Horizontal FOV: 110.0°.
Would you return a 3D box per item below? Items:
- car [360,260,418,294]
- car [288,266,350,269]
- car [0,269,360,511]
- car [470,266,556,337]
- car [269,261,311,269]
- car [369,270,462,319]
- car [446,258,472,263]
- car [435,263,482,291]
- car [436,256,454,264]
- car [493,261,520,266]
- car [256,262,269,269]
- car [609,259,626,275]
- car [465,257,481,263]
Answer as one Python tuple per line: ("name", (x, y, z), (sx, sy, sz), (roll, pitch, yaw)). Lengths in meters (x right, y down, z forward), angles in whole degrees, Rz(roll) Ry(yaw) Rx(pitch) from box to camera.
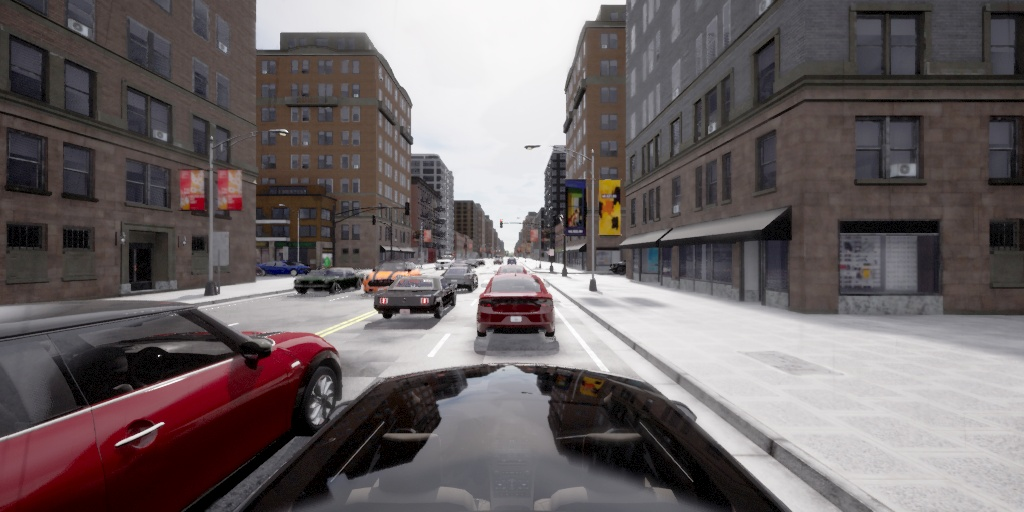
("car", (-6.605, 1.101, 20.223), (2.097, 1.767, 4.553), (0, 0, 0))
("car", (-9.856, 1.350, 19.777), (1.895, 1.301, 4.718), (0, 0, 0))
("car", (-3.152, 1.102, 2.626), (2.097, 1.767, 4.553), (0, 0, 0))
("car", (0.099, 1.228, 10.310), (1.882, 1.535, 5.008), (0, 0, 0))
("car", (-22.755, 1.219, 35.655), (5.008, 1.535, 1.882), (0, 0, 0))
("car", (-3.153, 1.351, 12.785), (1.895, 1.301, 4.718), (0, 0, 0))
("car", (-6.610, 1.314, 45.368), (1.994, 1.385, 4.181), (0, 0, 0))
("car", (-3.156, 1.313, 21.542), (1.994, 1.385, 4.181), (0, 0, 0))
("car", (-9.833, 0.965, 53.638), (2.150, 2.045, 5.566), (0, 0, 2))
("car", (-0.004, 1.227, 19.881), (1.882, 1.535, 5.008), (0, 0, 0))
("car", (-25.424, 1.170, 33.129), (4.097, 1.591, 1.967), (0, 0, 0))
("car", (13.365, 1.009, 38.784), (5.566, 2.045, 2.150), (0, 0, 0))
("car", (-6.596, 1.220, 58.158), (1.882, 1.535, 5.008), (0, 0, 0))
